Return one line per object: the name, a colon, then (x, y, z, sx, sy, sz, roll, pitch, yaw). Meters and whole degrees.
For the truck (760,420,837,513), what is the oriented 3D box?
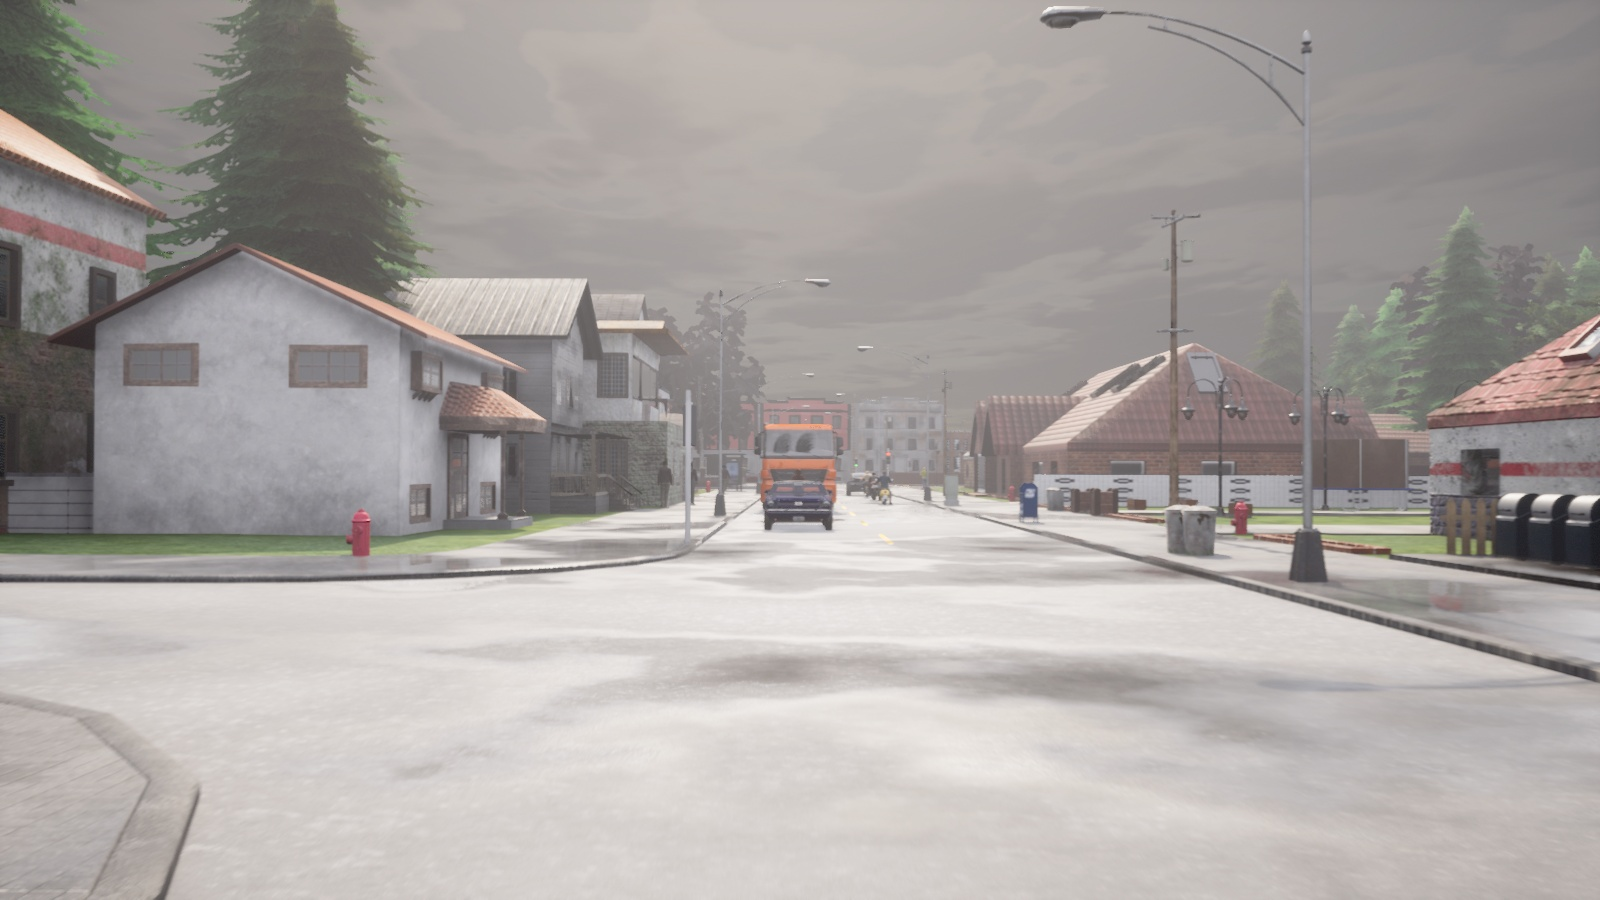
truck: (-0.061, 0.686, 50.933, 2.891, 3.462, 7.936, 0, -1, 0)

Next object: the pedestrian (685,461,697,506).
pedestrian: (-4.676, 1.447, 53.996, 0.402, 1.930, 0.666, 0, -1, 5)

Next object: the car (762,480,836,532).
car: (-0.048, 1.498, 34.802, 1.895, 1.301, 4.718, 0, -1, 0)

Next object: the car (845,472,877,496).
car: (3.902, 2.152, 80.516, 1.837, 1.490, 4.892, 0, -1, 1)

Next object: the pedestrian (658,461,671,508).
pedestrian: (-5.352, 1.377, 49.643, 0.431, 1.840, 0.703, 0, -1, 0)
